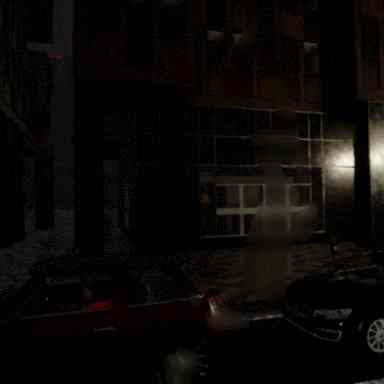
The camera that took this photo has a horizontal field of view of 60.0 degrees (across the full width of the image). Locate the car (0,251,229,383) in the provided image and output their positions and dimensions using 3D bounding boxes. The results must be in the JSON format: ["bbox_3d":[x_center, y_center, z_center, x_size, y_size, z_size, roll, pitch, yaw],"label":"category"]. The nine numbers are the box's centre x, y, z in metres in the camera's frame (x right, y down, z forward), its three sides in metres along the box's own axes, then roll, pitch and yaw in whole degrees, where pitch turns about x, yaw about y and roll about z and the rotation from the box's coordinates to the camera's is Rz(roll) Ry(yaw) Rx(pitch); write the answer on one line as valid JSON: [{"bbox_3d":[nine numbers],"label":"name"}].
[{"bbox_3d":[-1.694,1.601,4.369,4.097,1.590,1.967,0,-2,-15],"label":"car"}]

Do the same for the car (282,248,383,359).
[{"bbox_3d":[3.722,1.683,5.807,4.403,1.369,2.008,0,-2,-15],"label":"car"}]
